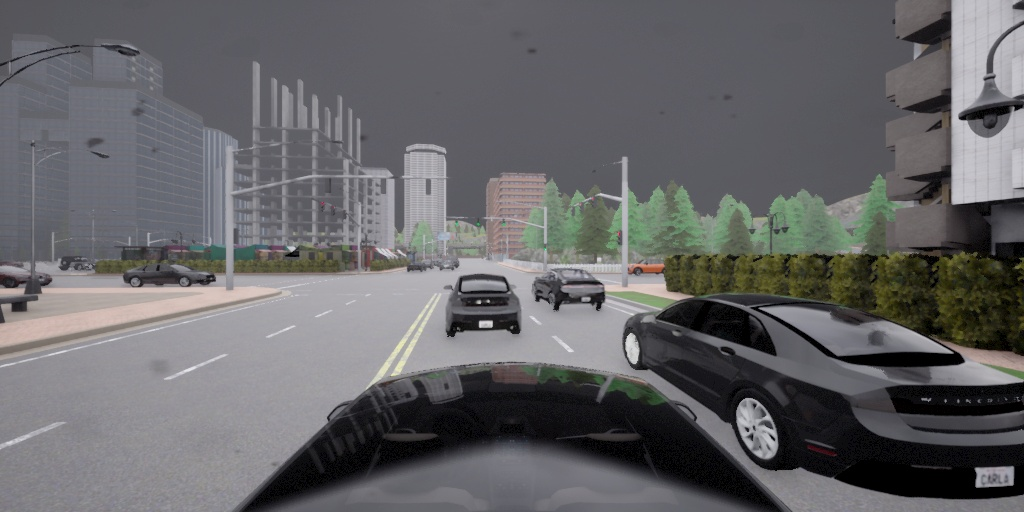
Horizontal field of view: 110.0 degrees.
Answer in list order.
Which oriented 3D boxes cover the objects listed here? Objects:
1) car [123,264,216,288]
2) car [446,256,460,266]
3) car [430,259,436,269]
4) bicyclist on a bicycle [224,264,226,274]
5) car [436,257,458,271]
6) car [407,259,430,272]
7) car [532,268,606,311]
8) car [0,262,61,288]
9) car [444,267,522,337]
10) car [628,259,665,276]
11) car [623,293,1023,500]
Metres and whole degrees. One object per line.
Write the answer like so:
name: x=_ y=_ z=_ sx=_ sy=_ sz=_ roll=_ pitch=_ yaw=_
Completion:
car: x=-22.360 y=1.254 z=23.554 sx=4.892 sy=1.490 sz=1.837 roll=0 pitch=0 yaw=-5
car: x=-10.106 y=0.969 z=59.860 sx=2.150 sy=2.045 sz=5.566 roll=0 pitch=0 yaw=-6
car: x=-13.125 y=1.253 z=55.315 sx=1.837 sy=1.490 sz=4.892 roll=0 pitch=0 yaw=-6
bicyclist on a bicycle: x=-29.487 y=1.010 z=37.420 sx=0.582 sy=1.620 sz=1.656 roll=0 pitch=5 yaw=-5
car: x=-9.019 y=1.240 z=50.059 sx=2.128 sy=1.511 sz=4.902 roll=0 pitch=0 yaw=-6
car: x=-12.158 y=1.349 z=46.076 sx=1.895 sy=1.301 sz=4.718 roll=0 pitch=0 yaw=-4
car: x=2.111 y=1.242 z=14.468 sx=2.128 sy=1.511 sz=4.902 roll=0 pitch=0 yaw=-9
car: x=-32.350 y=1.275 z=22.684 sx=4.674 sy=1.442 sz=1.812 roll=0 pitch=0 yaw=-5
car: x=-0.886 y=1.256 z=10.359 sx=1.837 sy=1.490 sz=4.892 roll=0 pitch=0 yaw=-7
car: x=14.087 y=1.101 z=37.475 sx=4.553 sy=1.767 sz=2.097 roll=0 pitch=0 yaw=-5
car: x=3.113 y=1.255 z=4.865 sx=1.837 sy=1.490 sz=4.892 roll=0 pitch=0 yaw=-4
